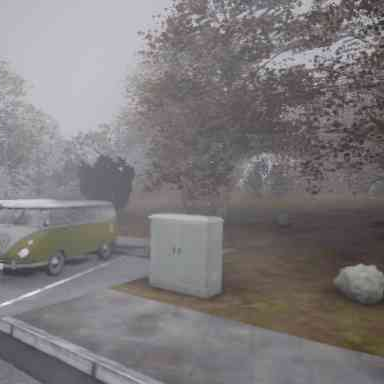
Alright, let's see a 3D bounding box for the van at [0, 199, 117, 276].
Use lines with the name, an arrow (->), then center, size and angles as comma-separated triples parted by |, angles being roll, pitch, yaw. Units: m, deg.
van -> -4.083, 1.257, 10.224 | 1.878, 1.987, 4.442 | 1, -1, 16
